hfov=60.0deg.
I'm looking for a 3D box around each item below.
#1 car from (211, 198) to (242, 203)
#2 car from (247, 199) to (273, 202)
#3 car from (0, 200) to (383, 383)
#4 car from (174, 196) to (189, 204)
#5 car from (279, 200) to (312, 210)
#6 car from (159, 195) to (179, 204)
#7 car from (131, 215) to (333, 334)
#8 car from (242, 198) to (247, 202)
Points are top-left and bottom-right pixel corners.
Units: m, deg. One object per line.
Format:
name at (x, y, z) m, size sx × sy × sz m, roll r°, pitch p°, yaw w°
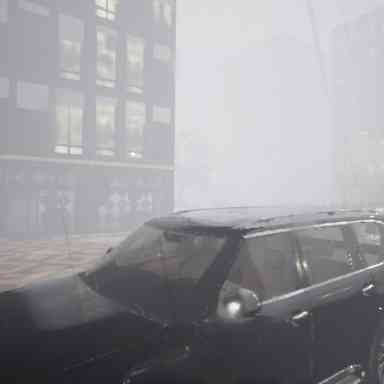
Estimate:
car at (4.365, 1.653, 46.681) m, size 2.008 × 1.369 × 4.403 m, roll 1°, pitch -1°, yaw -35°
car at (11.203, 1.769, 51.527) m, size 1.887 × 1.381 × 4.507 m, roll 1°, pitch -1°, yaw -35°
car at (0.341, 1.221, 3.619) m, size 5.566 × 2.045 × 2.150 m, roll 0°, pitch 0°, yaw -36°
car at (-2.198, 1.708, 55.930) m, size 1.887 × 1.381 × 4.507 m, roll 1°, pitch -1°, yaw -35°
car at (14.484, 1.776, 46.901) m, size 1.802 × 1.307 × 4.206 m, roll 1°, pitch -1°, yaw -35°
car at (-5.205, 1.693, 74.652) m, size 2.192 × 1.841 × 5.009 m, roll 1°, pitch -1°, yaw -35°
car at (0.990, 1.438, 7.261) m, size 4.097 × 1.590 × 1.967 m, roll 0°, pitch 1°, yaw -36°
car at (7.921, 1.695, 56.152) m, size 1.967 × 1.590 × 4.097 m, roll 1°, pitch -1°, yaw -35°
